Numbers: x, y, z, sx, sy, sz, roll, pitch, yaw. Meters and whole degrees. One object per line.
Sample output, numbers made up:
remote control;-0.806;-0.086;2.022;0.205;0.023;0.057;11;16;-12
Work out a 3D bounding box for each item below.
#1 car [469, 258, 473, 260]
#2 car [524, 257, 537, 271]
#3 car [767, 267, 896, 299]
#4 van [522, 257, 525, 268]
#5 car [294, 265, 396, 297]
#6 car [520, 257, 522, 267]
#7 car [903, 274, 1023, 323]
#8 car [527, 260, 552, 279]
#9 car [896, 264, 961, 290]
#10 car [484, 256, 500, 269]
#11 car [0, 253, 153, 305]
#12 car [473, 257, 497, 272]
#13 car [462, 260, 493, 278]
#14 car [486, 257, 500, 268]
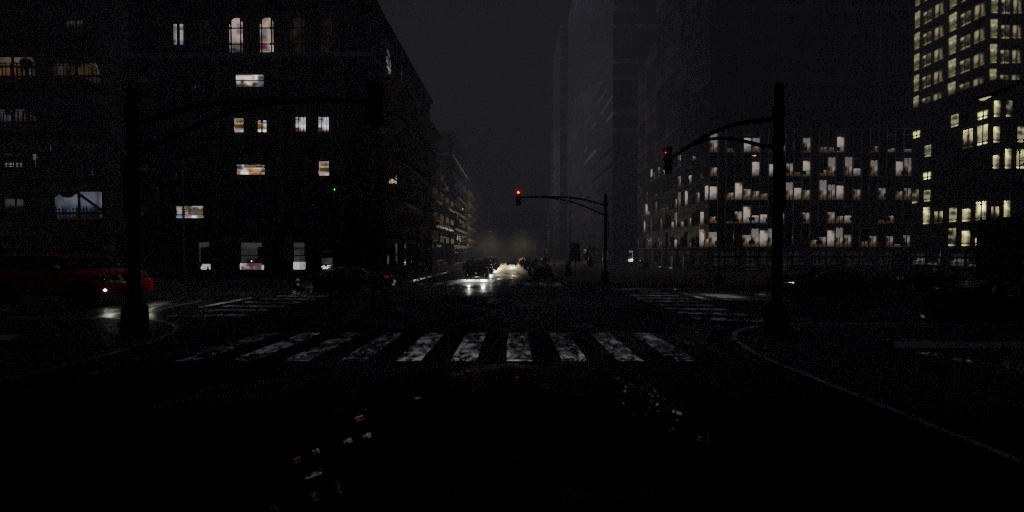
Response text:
car;-5.730;1.270;49.375;1.948;1.339;4.313;0;0;0
car;2.628;1.159;38.123;1.967;1.591;4.097;0;0;0
car;15.653;1.289;18.102;4.902;1.511;2.128;0;1;1
van;2.619;1.045;49.415;1.690;1.789;3.998;0;0;0
car;-8.511;1.209;18.433;4.902;1.511;2.128;1;0;1
car;2.614;1.240;55.061;1.888;1.381;4.507;0;0;0
car;16.706;1.445;12.181;4.403;1.370;2.007;0;0;1
car;2.632;1.272;32.477;1.888;1.381;4.507;0;0;0
car;23.358;1.230;20.734;4.097;1.591;1.967;0;0;1
car;-3.124;1.054;50.791;2.097;1.767;4.553;0;0;0
car;-18.851;0.911;15.342;5.566;2.045;2.150;0;1;1
car;-3.130;1.220;41.554;1.837;1.490;4.892;0;0;0
car;-3.115;1.290;32.816;1.994;1.385;4.181;0;0;0
car;-3.108;1.037;60.698;2.097;1.767;4.553;0;0;0
